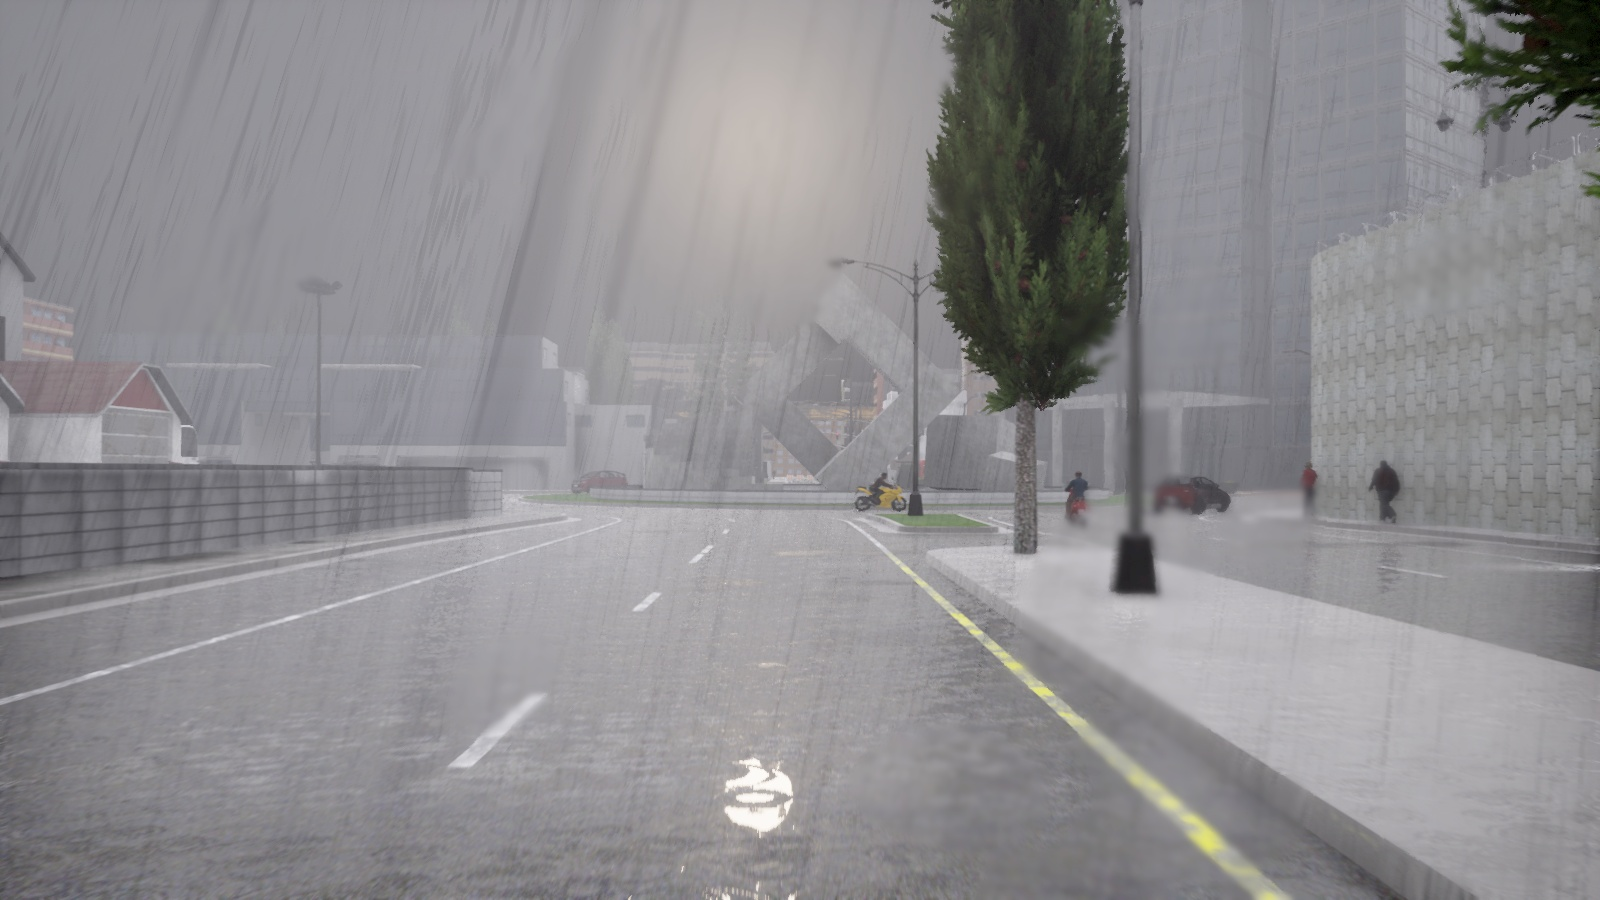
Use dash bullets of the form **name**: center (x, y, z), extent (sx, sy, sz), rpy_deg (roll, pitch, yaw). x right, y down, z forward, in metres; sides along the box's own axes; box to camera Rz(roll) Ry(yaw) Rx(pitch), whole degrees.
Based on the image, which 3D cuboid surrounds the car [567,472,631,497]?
- **car**: center (-12.834, 2.187, 80.162), extent (1.789, 1.549, 3.705), rpy_deg (-1, -2, 43)

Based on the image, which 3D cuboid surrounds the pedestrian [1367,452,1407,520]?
- **pedestrian**: center (16.188, 0.985, 34.626), extent (0.634, 1.844, 0.899), rpy_deg (0, -1, -4)

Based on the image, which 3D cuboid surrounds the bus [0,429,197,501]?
- **bus**: center (-42.904, 0.893, 76.620), extent (10.273, 4.253, 3.944), rpy_deg (0, -1, -3)

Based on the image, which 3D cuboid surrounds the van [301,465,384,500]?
- **van**: center (-27.100, 1.924, 74.511), extent (4.442, 1.987, 1.775), rpy_deg (0, -1, -13)

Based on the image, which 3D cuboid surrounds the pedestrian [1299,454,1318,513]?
- **pedestrian**: center (16.076, 1.070, 39.682), extent (0.331, 1.846, 0.636), rpy_deg (0, -1, 2)

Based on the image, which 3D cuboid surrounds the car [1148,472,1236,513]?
- **car**: center (14.916, 1.567, 47.648), extent (1.816, 1.474, 4.193), rpy_deg (-1, -1, 38)

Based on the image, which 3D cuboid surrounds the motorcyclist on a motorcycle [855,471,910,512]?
- **motorcyclist on a motorcycle**: center (3.153, 1.588, 47.985), extent (2.044, 1.523, 0.797), rpy_deg (0, -2, 0)

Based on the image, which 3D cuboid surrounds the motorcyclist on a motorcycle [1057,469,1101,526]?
- **motorcyclist on a motorcycle**: center (7.963, 1.338, 35.954), extent (0.866, 1.590, 1.817), rpy_deg (0, -1, 1)
